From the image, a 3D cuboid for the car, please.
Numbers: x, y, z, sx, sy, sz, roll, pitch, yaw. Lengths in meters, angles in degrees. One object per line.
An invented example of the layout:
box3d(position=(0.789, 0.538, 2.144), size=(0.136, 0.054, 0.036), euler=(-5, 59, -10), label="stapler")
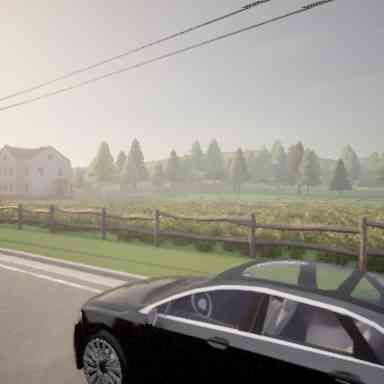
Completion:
box3d(position=(0.756, 1.492, 3.453), size=(4.902, 1.511, 2.128), euler=(0, 0, 36), label="car")
